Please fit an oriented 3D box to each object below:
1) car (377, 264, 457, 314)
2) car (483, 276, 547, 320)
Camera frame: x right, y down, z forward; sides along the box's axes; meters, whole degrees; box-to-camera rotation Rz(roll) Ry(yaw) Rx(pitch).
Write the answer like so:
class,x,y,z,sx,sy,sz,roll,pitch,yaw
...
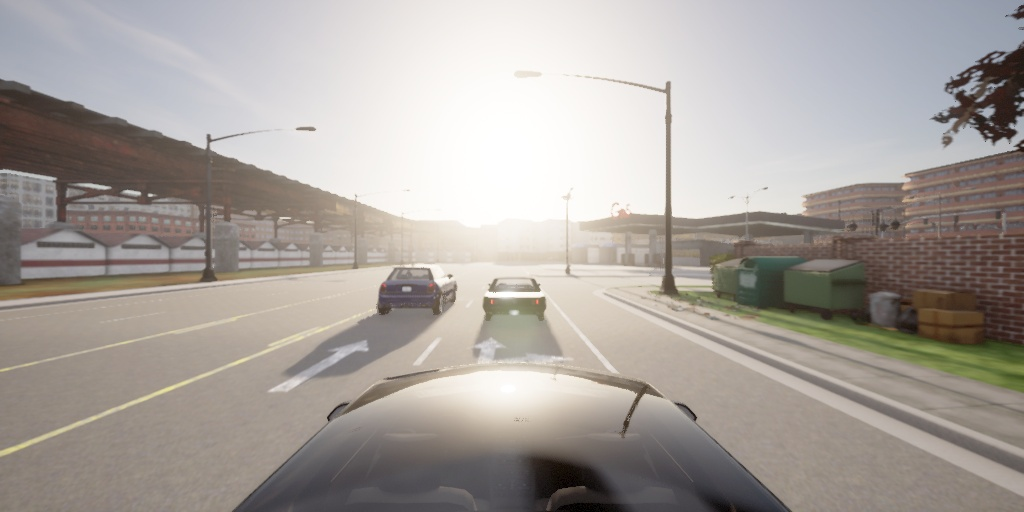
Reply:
class,x,y,z,sx,sy,sz,roll,pitch,yaw
car,-3.423,1.095,13.809,2.097,1.767,4.553,0,0,0
car,0.078,1.346,12.578,1.895,1.301,4.718,0,0,0
